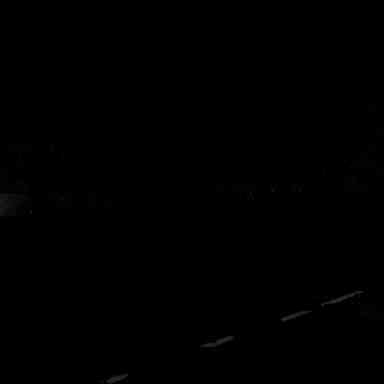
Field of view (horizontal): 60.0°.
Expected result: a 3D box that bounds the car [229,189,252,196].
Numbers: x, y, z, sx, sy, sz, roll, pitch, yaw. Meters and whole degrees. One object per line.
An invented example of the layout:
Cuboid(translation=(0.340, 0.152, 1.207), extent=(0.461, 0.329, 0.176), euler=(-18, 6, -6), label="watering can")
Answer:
Cuboid(translation=(10.578, 0.175, 69.755), extent=(1.812, 1.442, 4.674), euler=(-2, 2, -36), label="car")

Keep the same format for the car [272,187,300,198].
Cuboid(translation=(18.130, 0.042, 63.988), extent=(2.150, 2.045, 5.566), euler=(-2, 2, -36), label="car")

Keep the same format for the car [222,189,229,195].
Cuboid(translation=(8.885, 0.055, 76.795), extent=(1.837, 1.490, 4.892), euler=(-2, 2, -36), label="car")
